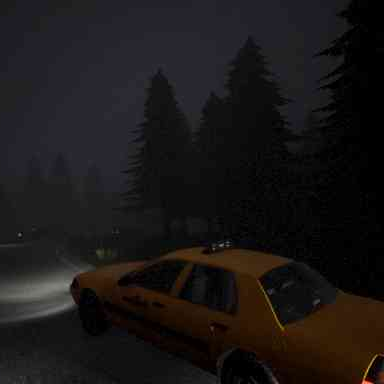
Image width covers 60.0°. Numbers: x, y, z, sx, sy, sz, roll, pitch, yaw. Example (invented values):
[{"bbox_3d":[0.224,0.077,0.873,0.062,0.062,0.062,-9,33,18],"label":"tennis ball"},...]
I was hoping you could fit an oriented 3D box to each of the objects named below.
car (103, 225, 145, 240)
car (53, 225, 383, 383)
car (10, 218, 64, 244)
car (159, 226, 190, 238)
[{"bbox_3d":[-7.425,4.509,36.937,2.033,1.411,5.357,-4,-8,20],"label":"car"},{"bbox_3d":[0.159,1.440,4.721,5.366,1.575,1.801,0,1,43],"label":"car"},{"bbox_3d":[-12.751,3.217,28.035,2.150,2.045,5.566,-4,-7,7],"label":"car"},{"bbox_3d":[-2.309,5.542,46.247,1.882,1.535,5.008,-5,-8,30],"label":"car"}]
